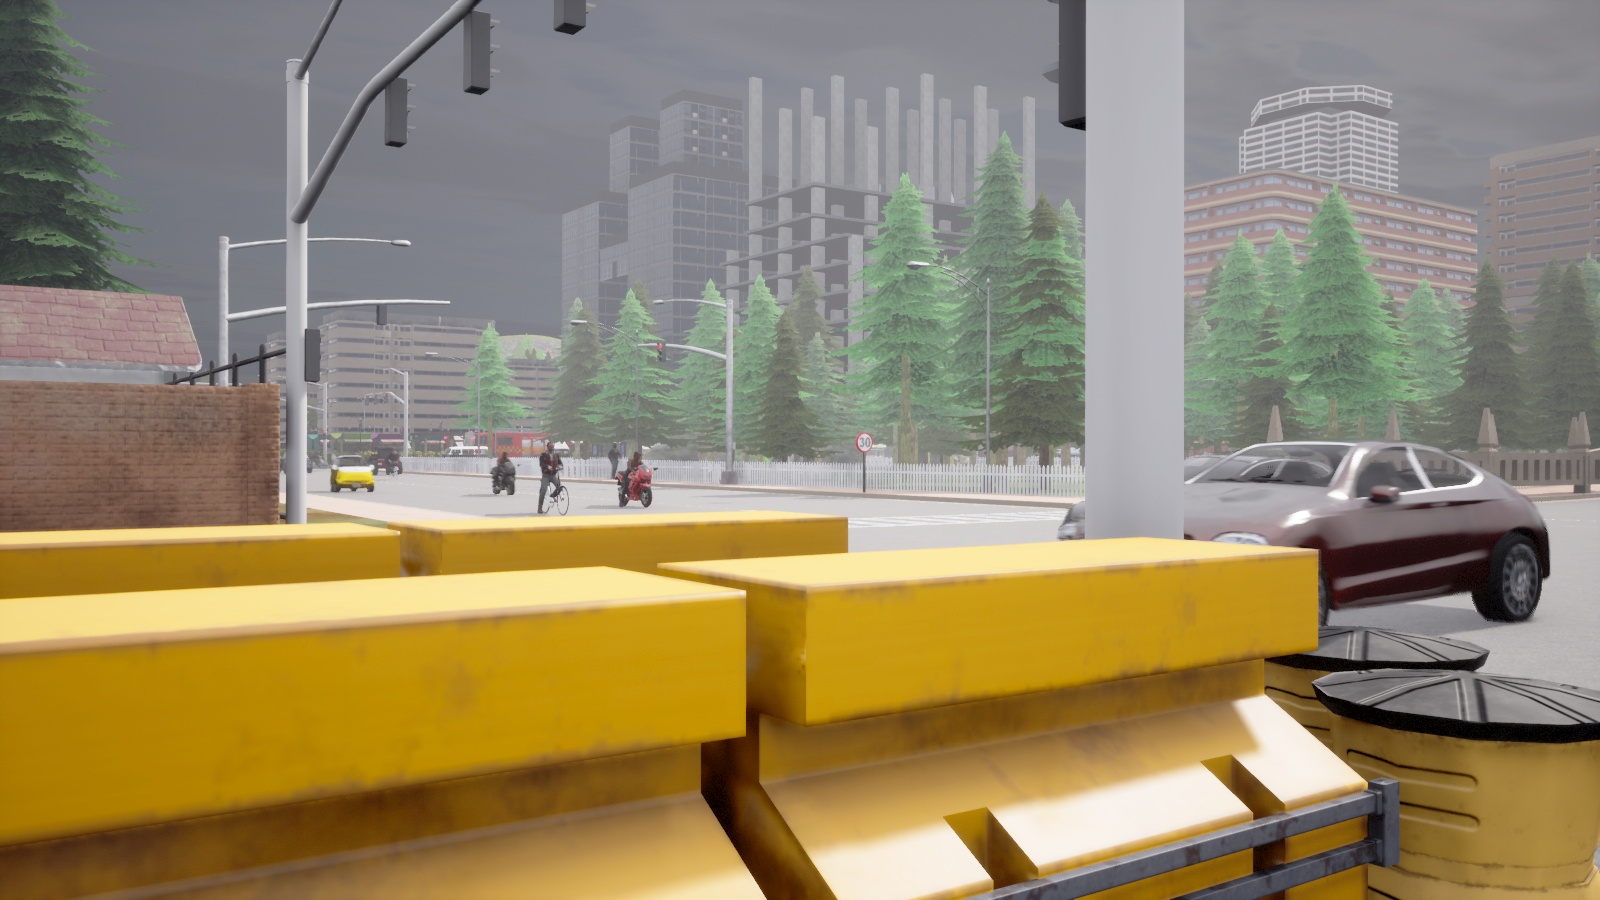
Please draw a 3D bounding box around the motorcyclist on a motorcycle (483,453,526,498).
[{"bbox_3d":[-10.107,0.853,42.931,0.797,1.523,2.044,0,0,-33],"label":"motorcyclist on a motorcycle"}]

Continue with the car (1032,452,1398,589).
[{"bbox_3d":[5.353,0.777,15.917,4.892,1.490,1.837,0,0,-35],"label":"car"}]

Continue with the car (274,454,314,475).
[{"bbox_3d":[-35.762,1.003,88.727,1.970,1.475,3.806,0,0,-33],"label":"car"}]

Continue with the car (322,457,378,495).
[{"bbox_3d":[-16.725,0.949,46.678,1.481,1.376,2.207,0,0,-33],"label":"car"}]

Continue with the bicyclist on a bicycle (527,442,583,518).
[{"bbox_3d":[-5.881,0.701,30.030,0.659,1.776,1.843,0,0,-33],"label":"bicyclist on a bicycle"}]

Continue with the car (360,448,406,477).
[{"bbox_3d":[-27.282,0.799,82.118,1.905,1.878,3.866,0,0,-33],"label":"car"}]

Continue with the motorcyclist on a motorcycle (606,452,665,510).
[{"bbox_3d":[-4.504,0.820,34.329,0.797,1.523,2.044,0,0,-33],"label":"motorcyclist on a motorcycle"}]

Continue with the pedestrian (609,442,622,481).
[{"bbox_3d":[-9.091,0.574,61.722,0.402,1.930,0.666,0,0,-32],"label":"pedestrian"}]

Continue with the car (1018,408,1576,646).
[{"bbox_3d":[4.501,0.541,11.060,5.027,1.651,2.152,0,0,-35],"label":"car"}]
